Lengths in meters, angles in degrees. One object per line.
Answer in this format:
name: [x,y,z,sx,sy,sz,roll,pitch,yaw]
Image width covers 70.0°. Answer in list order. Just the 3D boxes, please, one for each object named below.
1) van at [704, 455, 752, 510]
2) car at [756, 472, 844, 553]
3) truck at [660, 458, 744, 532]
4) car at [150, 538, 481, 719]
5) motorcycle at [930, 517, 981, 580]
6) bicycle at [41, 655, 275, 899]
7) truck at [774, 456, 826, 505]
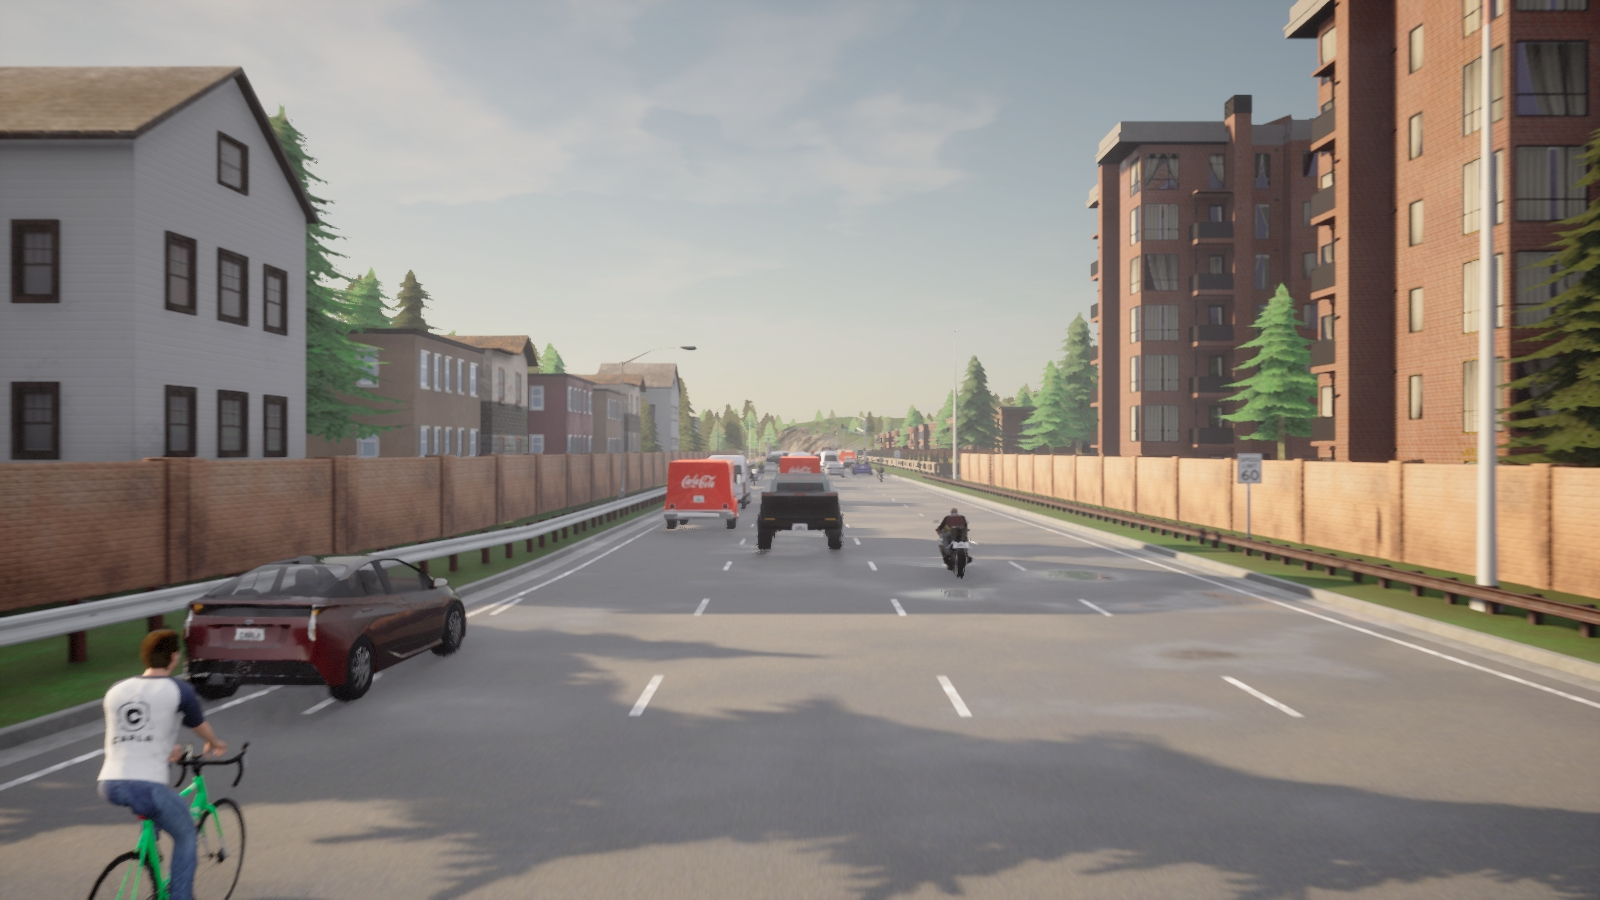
van: [-3.501,1.535,56.421,1.988,2.561,5.915,0,0,0]
car: [0.005,1.753,34.204,2.390,2.098,6.274,0,0,0]
truck: [-3.490,1.572,41.857,2.627,2.467,5.204,0,0,0]
car: [-5.700,2.040,14.196,2.007,1.525,4.514,0,0,3]
motorcycle: [3.505,2.205,25.914,0.867,1.251,2.209,0,0,0]
bicycle: [-3.554,2.056,6.469,0.373,1.496,1.643,0,0,1]
truck: [0.003,1.569,61.302,2.627,2.467,5.204,0,0,0]
